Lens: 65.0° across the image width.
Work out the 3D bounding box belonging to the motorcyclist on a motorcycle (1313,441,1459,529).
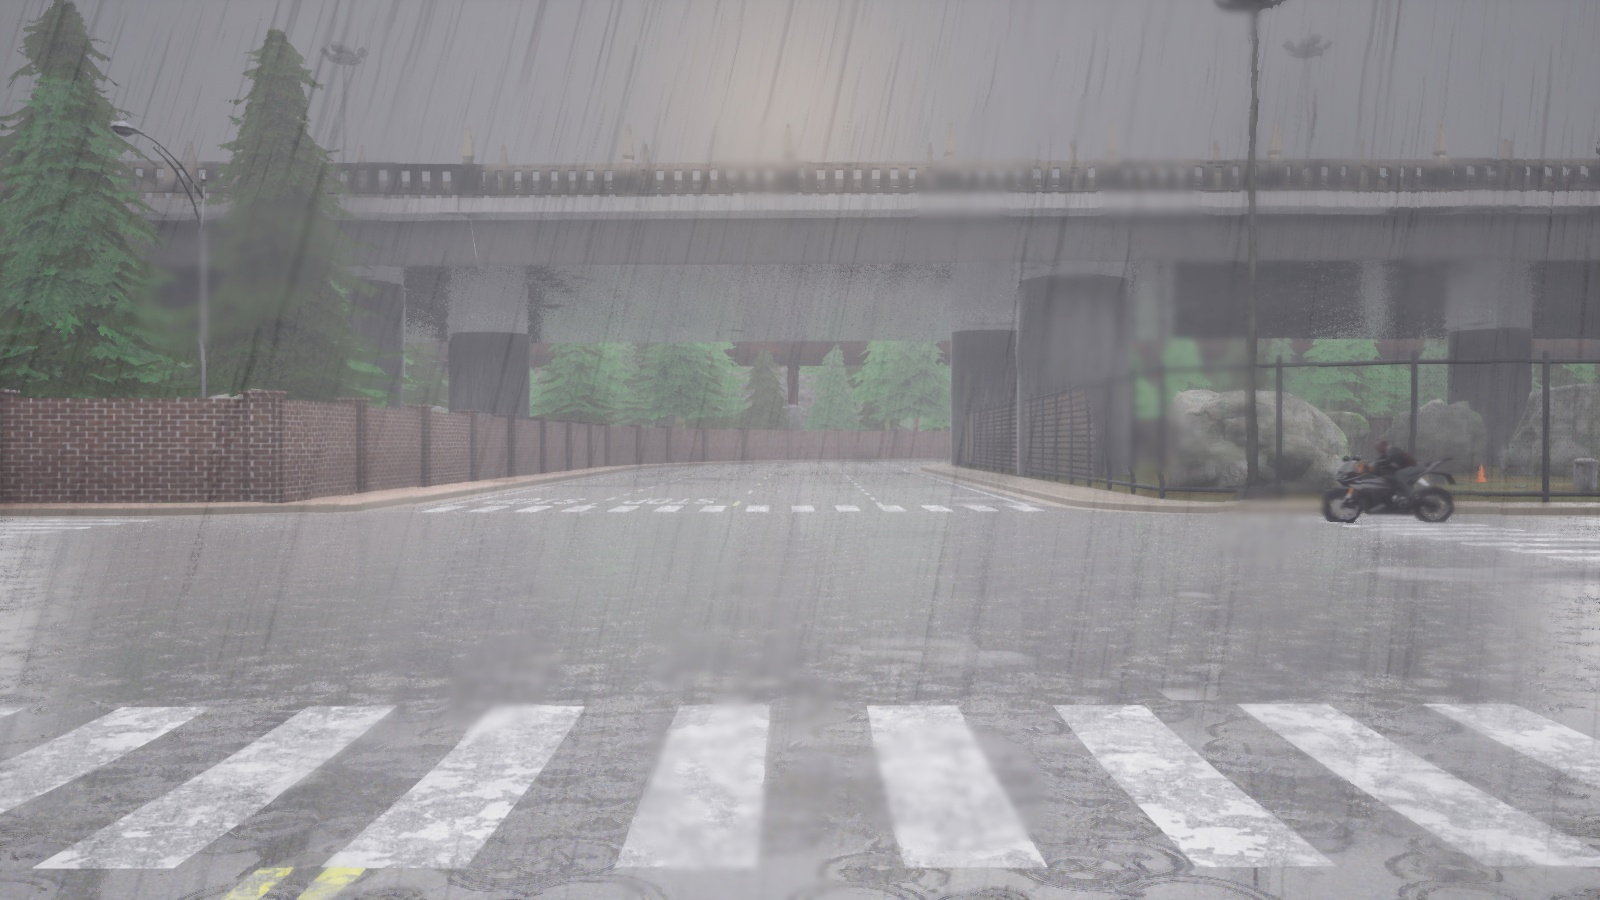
[{"bbox_3d":[10.396,0.609,22.349,2.191,1.530,0.866,0,-1,8],"label":"motorcyclist on a motorcycle"}]
